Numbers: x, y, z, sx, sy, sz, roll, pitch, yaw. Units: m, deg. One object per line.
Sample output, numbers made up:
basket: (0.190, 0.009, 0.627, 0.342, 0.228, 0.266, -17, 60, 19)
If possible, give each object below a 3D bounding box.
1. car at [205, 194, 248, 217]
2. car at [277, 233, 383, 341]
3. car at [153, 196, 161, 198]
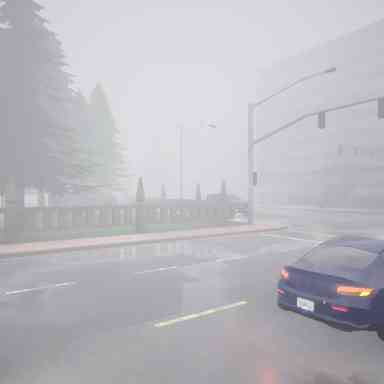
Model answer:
car: (3.293, 1.166, 31.329, 2.150, 2.045, 5.566, 0, 0, -32)
car: (3.593, 1.526, 6.332, 4.674, 1.442, 1.812, 0, 0, -35)
car: (-5.572, 1.435, 53.054, 2.128, 1.511, 4.902, 0, 0, -7)
